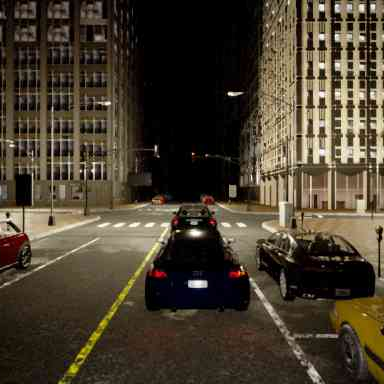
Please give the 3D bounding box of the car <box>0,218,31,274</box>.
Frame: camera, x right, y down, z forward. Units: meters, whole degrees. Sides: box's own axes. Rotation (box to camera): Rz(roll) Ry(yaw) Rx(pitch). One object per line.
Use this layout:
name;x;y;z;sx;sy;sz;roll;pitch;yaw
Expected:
car;-5.693;1.439;8.095;1.967;1.590;4.097;0;0;0

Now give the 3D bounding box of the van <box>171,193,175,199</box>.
van;-5.729;1.236;80.099;1.690;1.788;3.998;0;0;0

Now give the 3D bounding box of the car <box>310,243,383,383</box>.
car;2.690;1.525;2.603;1.752;1.417;4.829;0;0;0

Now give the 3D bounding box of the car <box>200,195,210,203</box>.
car;2.657;1.363;68.729;1.967;1.590;4.097;0;0;0

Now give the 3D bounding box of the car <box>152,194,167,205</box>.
car;-5.813;1.388;57.358;1.967;1.590;4.097;0;0;0

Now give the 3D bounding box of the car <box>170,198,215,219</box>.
car;0.090;1.346;16.390;2.097;1.767;4.553;0;0;0

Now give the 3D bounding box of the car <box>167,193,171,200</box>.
car;-5.749;1.251;63.044;2.192;1.841;5.009;0;0;0

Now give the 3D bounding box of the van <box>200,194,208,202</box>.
van;2.655;1.250;74.414;1.690;1.788;3.998;0;0;0

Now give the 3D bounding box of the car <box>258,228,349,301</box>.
car;2.687;1.549;8.101;2.008;1.369;4.403;0;0;0

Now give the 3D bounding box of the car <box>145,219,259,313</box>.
car;0.098;1.563;7.757;1.994;1.385;4.181;0;0;0

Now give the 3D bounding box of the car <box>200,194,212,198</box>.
car;2.758;1.388;57.361;1.967;1.590;4.097;0;0;0
